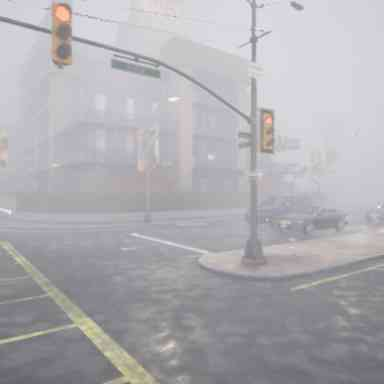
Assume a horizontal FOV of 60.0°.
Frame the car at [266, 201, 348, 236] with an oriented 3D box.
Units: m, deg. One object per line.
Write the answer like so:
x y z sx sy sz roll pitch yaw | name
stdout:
6.735 1.492 18.533 4.902 1.511 2.128 0 0 -35 | car

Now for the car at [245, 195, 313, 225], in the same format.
6.070 1.222 22.332 5.566 2.045 2.150 0 0 -35 | car

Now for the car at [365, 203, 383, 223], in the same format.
14.414 1.492 24.007 4.902 1.511 2.128 0 0 -35 | car
